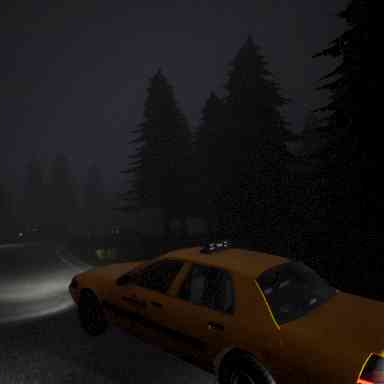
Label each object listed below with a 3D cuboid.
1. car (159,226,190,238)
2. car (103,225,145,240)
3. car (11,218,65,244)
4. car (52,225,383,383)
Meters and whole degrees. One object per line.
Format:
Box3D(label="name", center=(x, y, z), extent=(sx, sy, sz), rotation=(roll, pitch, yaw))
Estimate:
Box3D(label="car", center=(-2.308, 5.544, 46.271), extent=(1.882, 1.535, 5.008), rotation=(-5, -8, 30))
Box3D(label="car", center=(-7.431, 4.510, 36.965), extent=(2.033, 1.411, 5.357), rotation=(-4, -8, 20))
Box3D(label="car", center=(-12.740, 3.226, 28.140), extent=(2.150, 2.045, 5.566), rotation=(-4, -7, 7))
Box3D(label="car", center=(0.133, 1.441, 4.744), extent=(5.366, 1.575, 1.801), rotation=(0, 1, 43))
